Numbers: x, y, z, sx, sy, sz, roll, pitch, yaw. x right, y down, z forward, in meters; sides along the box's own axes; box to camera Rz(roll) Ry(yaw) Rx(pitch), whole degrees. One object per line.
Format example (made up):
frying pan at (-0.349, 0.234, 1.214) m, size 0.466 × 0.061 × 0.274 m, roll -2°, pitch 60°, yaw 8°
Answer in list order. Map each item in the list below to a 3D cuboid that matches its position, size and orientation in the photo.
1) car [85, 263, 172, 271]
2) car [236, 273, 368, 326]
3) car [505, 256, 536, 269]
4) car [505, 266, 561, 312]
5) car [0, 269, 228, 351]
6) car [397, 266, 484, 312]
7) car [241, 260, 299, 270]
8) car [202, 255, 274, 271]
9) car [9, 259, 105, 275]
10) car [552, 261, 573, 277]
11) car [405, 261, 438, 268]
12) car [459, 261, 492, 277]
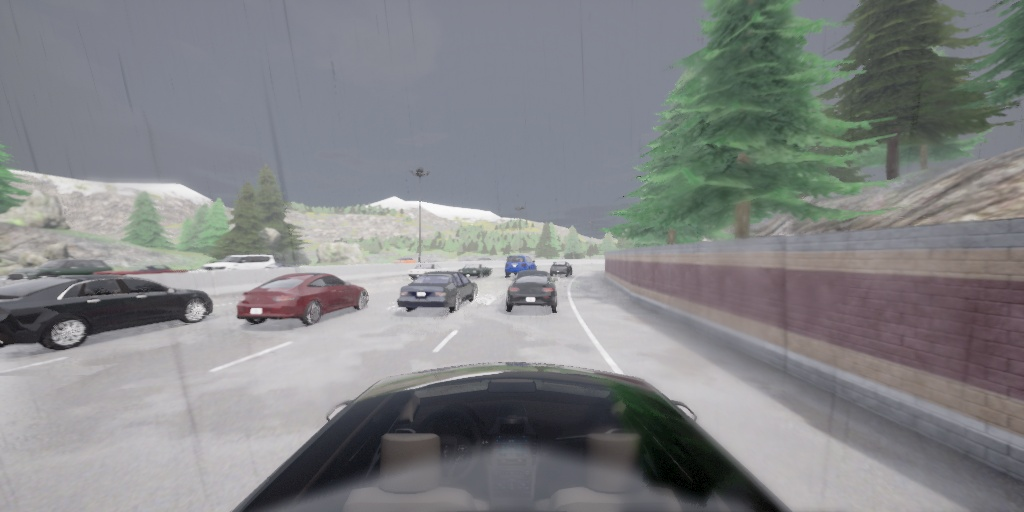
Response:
car at (-26.116, 1.271, 25.357) m, size 1.895 × 1.301 × 4.718 m, roll 0°, pitch 0°, yaw 9°
car at (-6.420, 1.257, 11.531) m, size 1.812 × 1.442 × 4.674 m, roll 0°, pitch 0°, yaw 4°
car at (0.886, 0.978, 34.321) m, size 2.150 × 2.045 × 5.566 m, roll 0°, pitch 0°, yaw 14°
car at (0.842, 1.280, 14.200) m, size 1.812 × 1.442 × 4.674 m, roll 0°, pitch 0°, yaw 6°
car at (-10.095, 1.224, 8.927) m, size 1.837 × 1.490 × 4.892 m, roll 0°, pitch 0°, yaw 3°
car at (-2.706, 1.290, 14.165) m, size 2.033 × 1.411 × 5.357 m, roll 0°, pitch 0°, yaw 6°
car at (-18.470, 1.259, 28.402) m, size 1.994 × 1.385 × 4.181 m, roll 0°, pitch 0°, yaw 11°
car at (-21.931, 0.906, 29.091) m, size 2.150 × 2.045 × 5.566 m, roll 0°, pitch 0°, yaw 11°
car at (-29.826, 1.011, 23.937) m, size 2.097 × 1.767 × 4.553 m, roll 0°, pitch 0°, yaw 8°
car at (5.012, 1.261, 36.108) m, size 2.128 × 1.511 × 4.902 m, roll 0°, pitch 0°, yaw 15°
car at (-7.074, 1.332, 31.045) m, size 1.895 × 1.301 × 4.718 m, roll 0°, pitch 0°, yaw 12°
car at (-3.208, 1.344, 32.309) m, size 1.895 × 1.301 × 4.718 m, roll 0°, pitch 0°, yaw 13°
